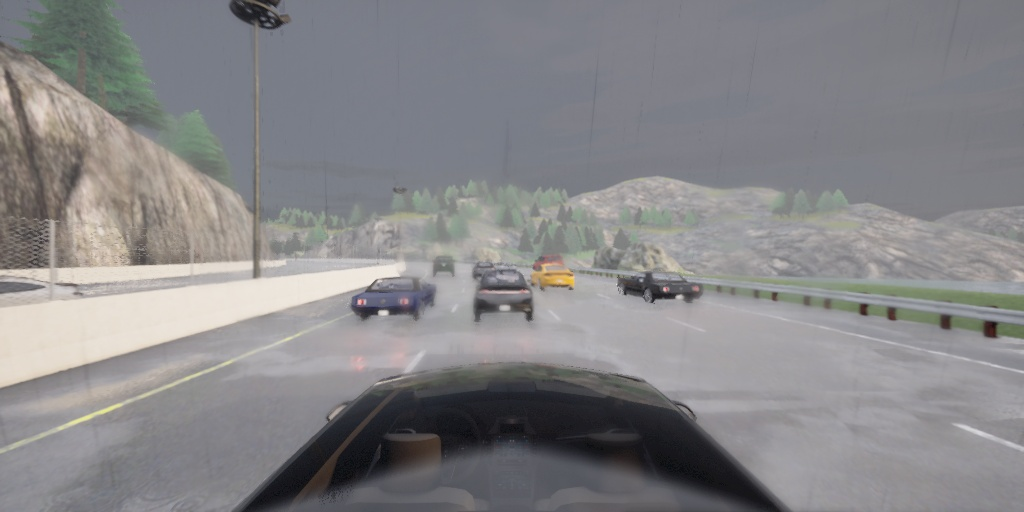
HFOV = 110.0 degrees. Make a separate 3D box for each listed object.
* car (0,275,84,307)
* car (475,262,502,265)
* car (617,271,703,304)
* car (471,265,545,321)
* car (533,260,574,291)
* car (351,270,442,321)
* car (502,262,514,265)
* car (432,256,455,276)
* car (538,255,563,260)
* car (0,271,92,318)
[{"bbox_3d":[-14.295,1.303,9.259,1.812,1.442,4.674,0,0,-2],"label":"car"},{"bbox_3d":[-2.453,1.234,31.180,2.128,1.511,4.902,0,0,-9],"label":"car"},{"bbox_3d":[6.420,1.331,16.249,1.895,1.301,4.718,0,0,-4],"label":"car"},{"bbox_3d":[-0.346,1.238,12.433,2.128,1.511,4.902,0,0,-3],"label":"car"},{"bbox_3d":[2.350,1.214,21.887,1.882,1.535,5.008,0,0,-6],"label":"car"},{"bbox_3d":[-3.841,1.355,12.571,1.895,1.301,4.718,0,0,-4],"label":"car"},{"bbox_3d":[-0.815,1.336,41.404,1.895,1.301,4.718,0,0,-12],"label":"car"},{"bbox_3d":[-7.101,0.972,37.334,2.150,2.045,5.566,0,0,-11],"label":"car"},{"bbox_3d":[3.697,0.948,36.735,2.150,2.045,5.566,0,0,-10],"label":"car"},{"bbox_3d":[-17.889,1.332,11.803,2.033,1.411,5.357,0,0,-3],"label":"car"}]
